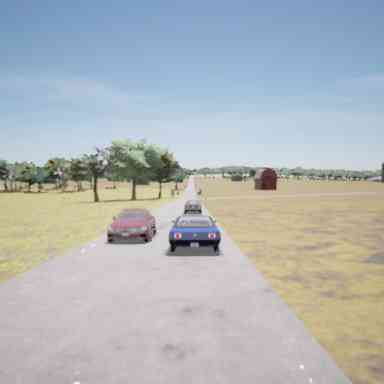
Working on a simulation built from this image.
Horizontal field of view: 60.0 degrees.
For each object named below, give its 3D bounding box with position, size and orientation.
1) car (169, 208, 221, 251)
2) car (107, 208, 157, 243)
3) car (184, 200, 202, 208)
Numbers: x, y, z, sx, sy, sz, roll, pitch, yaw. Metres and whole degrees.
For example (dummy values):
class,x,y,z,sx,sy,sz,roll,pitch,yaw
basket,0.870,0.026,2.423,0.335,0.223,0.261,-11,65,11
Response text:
class,x,y,z,sx,sy,sz,roll,pitch,yaw
car,0.100,1.583,14.003,1.895,1.301,4.718,0,0,0
car,-2.750,1.506,16.096,1.812,1.442,4.674,0,0,0
car,0.099,1.524,34.861,2.033,1.411,5.357,0,0,0
